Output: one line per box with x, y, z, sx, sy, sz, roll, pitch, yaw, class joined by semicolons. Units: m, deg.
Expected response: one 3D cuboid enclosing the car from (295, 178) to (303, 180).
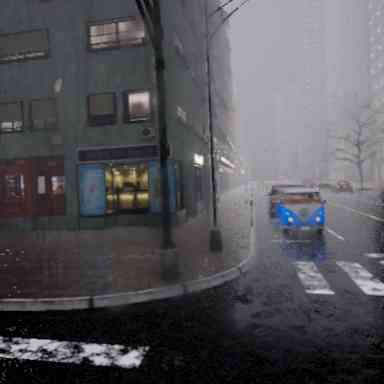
22.681;-1.832;66.722;2.192;1.841;5.009;-2;2;11;car

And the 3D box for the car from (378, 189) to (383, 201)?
14.656;0.028;23.276;1.967;1.590;4.097;-2;2;11;car

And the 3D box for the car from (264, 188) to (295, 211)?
6.427;0.461;24.815;1.887;1.381;4.507;-2;2;11;car

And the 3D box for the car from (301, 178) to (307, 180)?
21.687;-1.350;61.299;1.802;1.307;4.206;-2;2;11;car

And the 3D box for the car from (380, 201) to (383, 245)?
5.410;1.100;6.971;1.994;1.385;4.181;-2;2;21;car

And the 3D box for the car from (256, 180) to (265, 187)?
18.465;-2.359;89.983;2.192;1.841;5.009;-2;2;11;car

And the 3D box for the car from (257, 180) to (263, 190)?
13.450;-1.163;62.830;1.967;1.590;4.097;-2;2;11;car

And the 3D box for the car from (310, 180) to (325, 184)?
19.679;-0.949;50.436;2.008;1.369;4.403;-2;2;11;car

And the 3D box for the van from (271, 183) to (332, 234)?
4.412;0.696;13.945;1.690;1.788;3.998;-2;2;11;van

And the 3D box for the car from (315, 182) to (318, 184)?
10.666;0.001;33.000;2.033;1.411;5.357;-2;2;11;car

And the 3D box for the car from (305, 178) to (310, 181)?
20.682;-1.171;55.867;1.887;1.381;4.507;-2;2;11;car

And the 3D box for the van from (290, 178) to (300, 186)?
25.693;-2.448;83.018;1.690;1.788;3.998;-2;2;11;van

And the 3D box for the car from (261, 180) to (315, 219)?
5.415;0.450;19.375;2.192;1.841;5.009;-2;2;11;car

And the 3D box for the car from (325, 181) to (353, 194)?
17.667;-0.627;39.569;1.967;1.590;4.097;-2;2;11;car

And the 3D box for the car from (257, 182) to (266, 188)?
16.466;-1.682;79.129;1.947;1.339;4.313;-2;2;11;car
